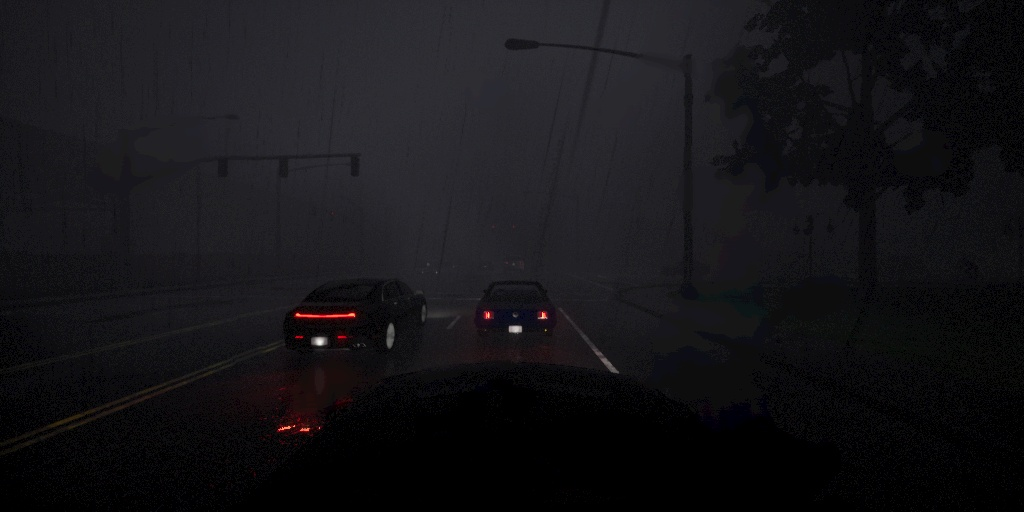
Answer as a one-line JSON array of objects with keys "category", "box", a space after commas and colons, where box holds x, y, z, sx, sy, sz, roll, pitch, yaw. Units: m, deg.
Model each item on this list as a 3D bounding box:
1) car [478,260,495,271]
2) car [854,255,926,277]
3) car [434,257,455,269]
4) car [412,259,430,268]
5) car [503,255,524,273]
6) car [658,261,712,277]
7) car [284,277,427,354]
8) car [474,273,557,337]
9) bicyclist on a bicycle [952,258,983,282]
[{"category": "car", "box": [-3.315, 1.248, 46.609, 1.994, 1.385, 4.181, 0, 0, 0]}, {"category": "car", "box": [36.847, 0.958, 35.003, 5.566, 2.045, 2.150, 0, 0, -1]}, {"category": "car", "box": [-10.483, 1.216, 55.120, 1.895, 1.301, 4.718, 0, 1, 0]}, {"category": "car", "box": [-13.979, 1.179, 55.276, 1.994, 1.385, 4.181, 0, 1, 0]}, {"category": "car", "box": [0.173, 0.926, 40.945, 2.150, 2.045, 5.566, 0, 0, 0]}, {"category": "car", "box": [16.628, 1.227, 34.571, 4.902, 1.511, 2.128, 0, 0, -1]}, {"category": "car", "box": [-3.405, 1.252, 8.741, 1.837, 1.490, 4.892, 0, 0, 0]}, {"category": "car", "box": [0.098, 1.347, 10.229, 1.895, 1.301, 4.718, 0, 0, 0]}, {"category": "bicyclist on a bicycle", "box": [31.008, 0.963, 24.442, 0.582, 1.620, 1.656, 0, 0, -1]}]
